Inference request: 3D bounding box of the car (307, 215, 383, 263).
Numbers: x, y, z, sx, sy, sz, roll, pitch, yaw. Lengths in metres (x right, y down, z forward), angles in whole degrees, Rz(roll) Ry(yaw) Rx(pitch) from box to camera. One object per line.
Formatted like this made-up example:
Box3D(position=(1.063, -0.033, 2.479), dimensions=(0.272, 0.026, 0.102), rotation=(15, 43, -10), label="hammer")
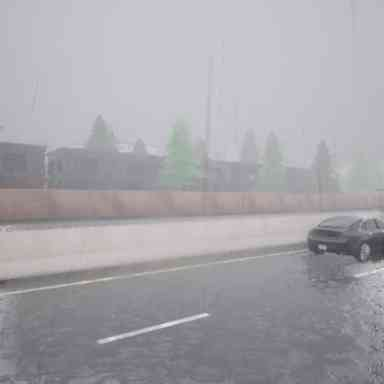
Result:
Box3D(position=(6.427, 1.653, 12.696), dimensions=(4.892, 1.490, 1.837), rotation=(0, 0, -35), label="car")
